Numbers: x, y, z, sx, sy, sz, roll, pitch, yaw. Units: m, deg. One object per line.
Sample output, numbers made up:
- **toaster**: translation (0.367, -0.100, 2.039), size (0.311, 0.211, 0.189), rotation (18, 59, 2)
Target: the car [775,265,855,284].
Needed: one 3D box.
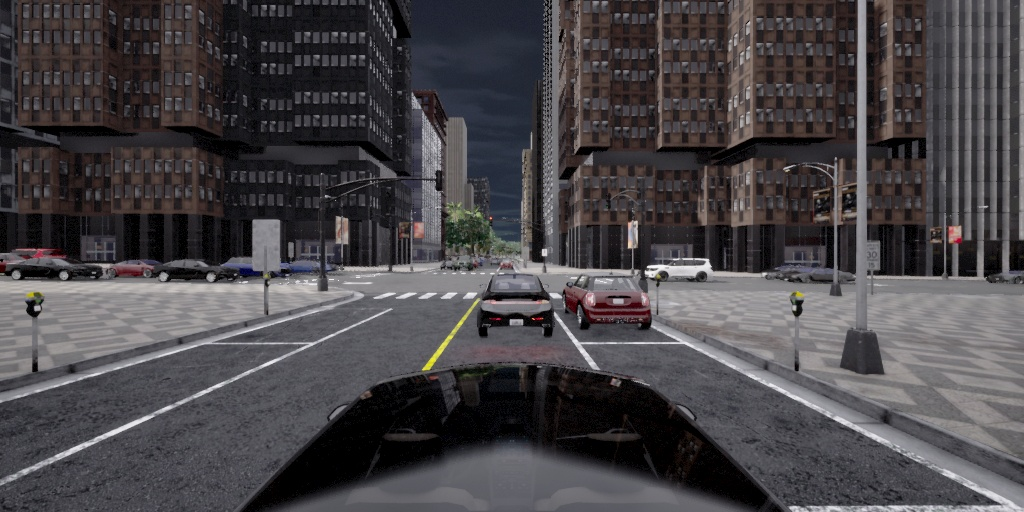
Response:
- **car**: translation (26.680, 1.708, 31.412), size (5.357, 1.411, 2.033), rotation (1, 0, 0)

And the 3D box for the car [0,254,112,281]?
- **car**: translation (-30.739, 0.827, 24.207), size (5.008, 1.535, 1.882), rotation (1, 0, 0)

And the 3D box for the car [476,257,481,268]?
- **car**: translation (-6.668, 1.251, 59.362), size (1.882, 1.535, 5.008), rotation (0, 0, 0)

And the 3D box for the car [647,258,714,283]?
- **car**: translation (14.508, 1.205, 31.285), size (5.566, 2.045, 2.150), rotation (1, 0, 1)

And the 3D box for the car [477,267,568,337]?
- **car**: translation (0.076, 1.241, 10.285), size (2.128, 1.511, 4.902), rotation (0, 0, -1)

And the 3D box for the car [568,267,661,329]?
- **car**: translation (2.734, 1.190, 11.171), size (1.967, 1.591, 4.097), rotation (0, 0, 0)

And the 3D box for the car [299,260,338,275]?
- **car**: translation (-19.593, 1.042, 34.252), size (5.357, 1.411, 2.033), rotation (1, 0, -1)

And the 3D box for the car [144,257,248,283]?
- **car**: translation (-21.248, 0.961, 24.288), size (5.008, 1.535, 1.882), rotation (1, 0, -1)

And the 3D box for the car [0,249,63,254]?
- **car**: translation (-38.021, 0.592, 27.392), size (4.553, 1.767, 2.097), rotation (1, 0, 0)

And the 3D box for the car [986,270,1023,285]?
- **car**: translation (49.004, 2.086, 34.760), size (4.181, 1.385, 1.994), rotation (1, 0, -1)

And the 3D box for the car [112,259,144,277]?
- **car**: translation (-28.197, 0.945, 27.473), size (4.181, 1.385, 1.994), rotation (1, 0, -1)

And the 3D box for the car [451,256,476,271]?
- **car**: translation (-6.588, 0.973, 49.372), size (2.150, 2.045, 5.566), rotation (0, 0, 0)

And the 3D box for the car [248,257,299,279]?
- **car**: translation (-19.503, 0.856, 27.555), size (4.553, 1.767, 2.097), rotation (1, 0, 0)

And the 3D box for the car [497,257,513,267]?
- **car**: translation (-0.759, 1.198, 52.552), size (1.967, 1.591, 4.097), rotation (0, 0, -1)

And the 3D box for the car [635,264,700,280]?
- **car**: translation (14.906, 1.533, 34.550), size (5.357, 1.411, 2.033), rotation (1, 0, 1)

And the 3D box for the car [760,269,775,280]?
- **car**: translation (26.792, 1.647, 34.661), size (4.902, 1.511, 2.128), rotation (1, 0, -1)

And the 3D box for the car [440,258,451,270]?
- **car**: translation (-9.284, 1.324, 52.474), size (1.948, 1.339, 4.313), rotation (0, 0, -1)
